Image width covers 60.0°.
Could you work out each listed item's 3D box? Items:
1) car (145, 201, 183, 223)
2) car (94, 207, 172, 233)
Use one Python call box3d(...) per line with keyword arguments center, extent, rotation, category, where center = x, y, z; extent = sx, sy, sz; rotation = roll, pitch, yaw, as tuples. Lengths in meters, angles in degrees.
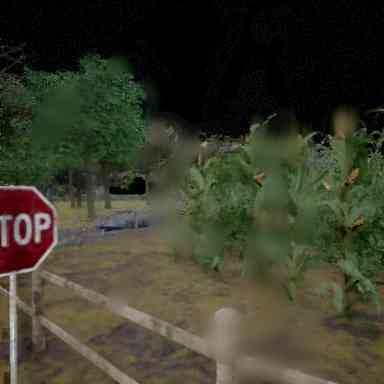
box3d(center=(-3.058, 1.875, 30.506), extent=(2.150, 2.045, 5.566), rotation=(-2, -2, 36), category="car")
box3d(center=(-4.079, 1.969, 22.728), extent=(2.033, 1.411, 5.357), rotation=(-2, -2, 36), category="car")
